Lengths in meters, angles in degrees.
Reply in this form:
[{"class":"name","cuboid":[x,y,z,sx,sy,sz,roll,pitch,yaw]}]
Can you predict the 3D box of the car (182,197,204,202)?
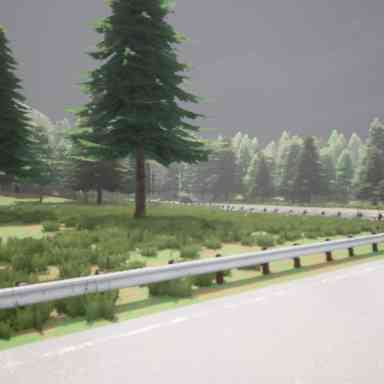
[{"class":"car","cuboid":[0.057,1.541,52.182,1.837,1.490,4.892,0,-1,-35]}]
